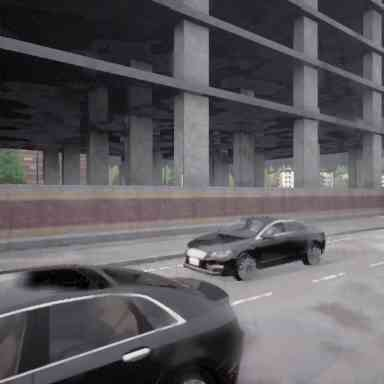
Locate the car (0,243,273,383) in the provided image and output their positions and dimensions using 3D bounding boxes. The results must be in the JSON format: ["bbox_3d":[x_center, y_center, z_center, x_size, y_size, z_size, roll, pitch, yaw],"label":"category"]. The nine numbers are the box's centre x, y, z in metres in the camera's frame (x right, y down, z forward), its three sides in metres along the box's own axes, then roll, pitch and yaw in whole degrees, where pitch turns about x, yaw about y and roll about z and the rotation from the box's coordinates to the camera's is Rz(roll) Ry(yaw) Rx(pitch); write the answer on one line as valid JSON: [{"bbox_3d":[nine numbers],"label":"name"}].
[{"bbox_3d":[-1.693,1.505,2.756,4.892,1.490,1.837,0,0,-37],"label":"car"}]

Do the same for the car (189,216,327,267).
[{"bbox_3d":[2.022,1.492,9.876,4.902,1.511,2.128,0,0,-37],"label":"car"}]
